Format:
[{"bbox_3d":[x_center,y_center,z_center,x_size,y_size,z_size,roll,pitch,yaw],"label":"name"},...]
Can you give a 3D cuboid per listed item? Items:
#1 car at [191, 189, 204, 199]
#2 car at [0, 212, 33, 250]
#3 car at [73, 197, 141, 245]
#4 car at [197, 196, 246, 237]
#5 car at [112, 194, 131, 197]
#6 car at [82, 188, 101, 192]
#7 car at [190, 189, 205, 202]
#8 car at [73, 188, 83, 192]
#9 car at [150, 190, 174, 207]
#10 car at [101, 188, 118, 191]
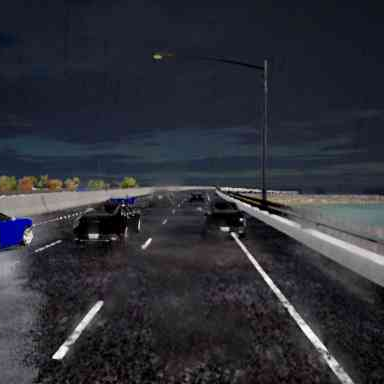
[{"bbox_3d":[0.926,0.217,54.150,2.128,1.511,4.902,0,1,2],"label":"car"},{"bbox_3d":[-6.849,1.224,10.399,1.882,1.535,5.008,0,1,0],"label":"car"},{"bbox_3d":[-3.321,1.173,13.705,1.837,1.490,4.892,0,2,1],"label":"car"},{"bbox_3d":[1.313,1.134,15.338,1.837,1.490,4.892,0,1,1],"label":"car"},{"bbox_3d":[-6.571,0.855,31.283,1.895,1.301,4.718,0,1,1],"label":"car"},{"bbox_3d":[-19.620,-0.009,66.869,2.033,1.411,5.357,0,1,2],"label":"car"},{"bbox_3d":[0.658,0.540,42.394,2.033,1.411,5.357,0,1,2],"label":"car"},{"bbox_3d":[-23.028,-0.123,69.229,1.882,1.535,5.008,0,1,2],"label":"car"},{"bbox_3d":[-3.008,0.539,34.065,2.097,1.767,4.553,0,1,1],"label":"car"},{"bbox_3d":[-16.090,-0.026,67.545,2.033,1.411,5.357,0,1,2],"label":"car"}]
